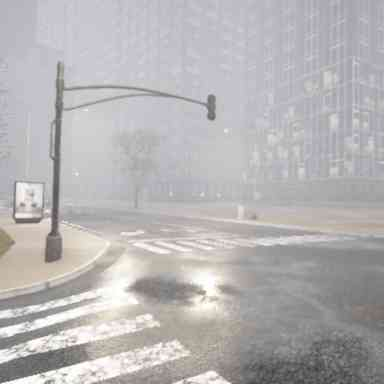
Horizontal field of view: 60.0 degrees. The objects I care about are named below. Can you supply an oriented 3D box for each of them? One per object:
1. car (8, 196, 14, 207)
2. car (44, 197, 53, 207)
[{"bbox_3d":[-24.336,1.506,47.409,1.895,1.301,4.718,3,-2,-37],"label":"car"},{"bbox_3d":[-21.759,1.538,49.393,1.837,1.490,4.892,3,-2,-37],"label":"car"}]
